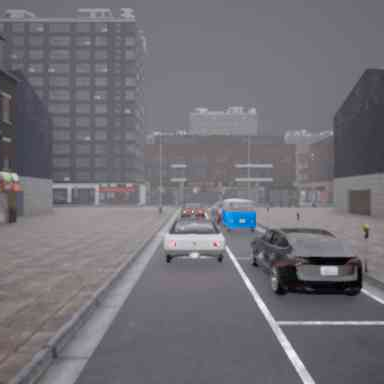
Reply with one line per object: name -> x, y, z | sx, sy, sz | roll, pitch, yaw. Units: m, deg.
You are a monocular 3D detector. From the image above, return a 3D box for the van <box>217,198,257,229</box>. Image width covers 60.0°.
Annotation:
van -> 2.639, 1.297, 19.350 | 1.690, 1.788, 3.998 | 0, 0, 0

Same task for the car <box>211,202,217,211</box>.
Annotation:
car -> 2.637, 1.386, 24.788 | 1.967, 1.590, 4.097 | 0, 0, 0

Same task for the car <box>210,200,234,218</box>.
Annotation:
car -> 2.635, 1.462, 30.396 | 1.752, 1.417, 4.829 | 0, 0, 0

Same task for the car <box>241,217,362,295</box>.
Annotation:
car -> 2.641, 1.544, 8.475 | 1.947, 1.339, 4.313 | 0, 0, 0

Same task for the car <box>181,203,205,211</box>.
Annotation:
car -> 0.079, 1.542, 27.606 | 1.895, 1.301, 4.718 | 0, 0, 0

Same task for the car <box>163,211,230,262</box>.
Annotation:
car -> 0.082, 1.571, 12.015 | 1.895, 1.301, 4.718 | 0, 0, 0
